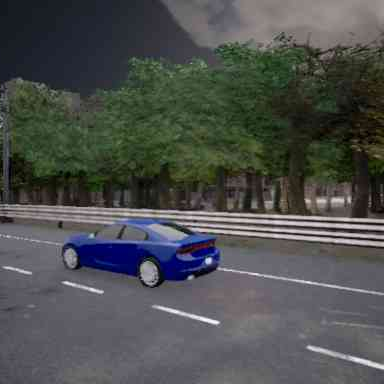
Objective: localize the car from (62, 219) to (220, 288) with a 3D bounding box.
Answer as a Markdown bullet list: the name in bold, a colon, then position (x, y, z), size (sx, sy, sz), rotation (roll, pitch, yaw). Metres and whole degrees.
- **car**: position (-1.622, 1.499, 9.327), size (5.008, 1.535, 1.882), rotation (0, 0, 36)
